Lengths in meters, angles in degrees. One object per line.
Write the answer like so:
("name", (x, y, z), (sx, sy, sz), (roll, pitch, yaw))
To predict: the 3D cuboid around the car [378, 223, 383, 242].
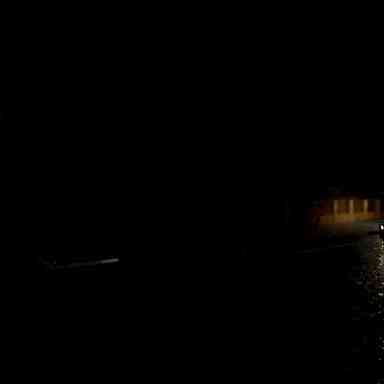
("car", (10.361, 1.601, 14.990), (4.718, 1.301, 1.895), (0, 0, -35))
